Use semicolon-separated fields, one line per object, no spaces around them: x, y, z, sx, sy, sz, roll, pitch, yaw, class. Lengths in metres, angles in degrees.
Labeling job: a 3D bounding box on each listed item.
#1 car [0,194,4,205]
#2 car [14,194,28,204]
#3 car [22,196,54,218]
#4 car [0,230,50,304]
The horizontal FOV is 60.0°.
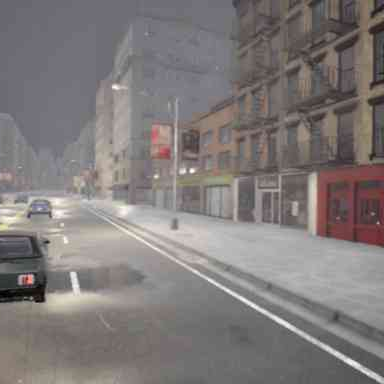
-27.432;0.958;46.417;1.812;1.442;4.674;1;0;-22;car
-24.875;1.040;48.776;2.033;1.411;5.357;1;0;-22;car
-12.472;1.307;27.488;2.033;1.411;5.357;1;0;-22;car
-4.268;1.518;7.596;1.895;1.301;4.718;1;0;-22;car
